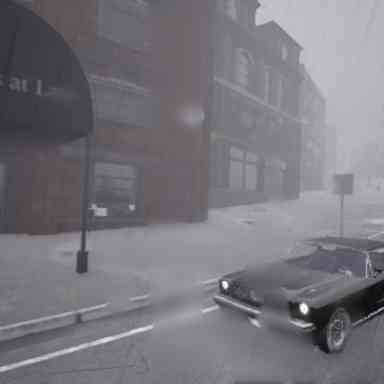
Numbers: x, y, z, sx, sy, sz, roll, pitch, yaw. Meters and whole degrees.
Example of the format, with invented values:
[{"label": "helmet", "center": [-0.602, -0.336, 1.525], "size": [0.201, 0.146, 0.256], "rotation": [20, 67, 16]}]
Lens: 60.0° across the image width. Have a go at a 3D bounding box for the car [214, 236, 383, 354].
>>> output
[{"label": "car", "center": [2.646, 1.591, 6.270], "size": [4.718, 1.301, 1.895], "rotation": [-1, 0, -40]}]
